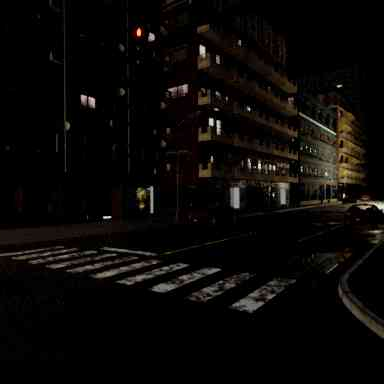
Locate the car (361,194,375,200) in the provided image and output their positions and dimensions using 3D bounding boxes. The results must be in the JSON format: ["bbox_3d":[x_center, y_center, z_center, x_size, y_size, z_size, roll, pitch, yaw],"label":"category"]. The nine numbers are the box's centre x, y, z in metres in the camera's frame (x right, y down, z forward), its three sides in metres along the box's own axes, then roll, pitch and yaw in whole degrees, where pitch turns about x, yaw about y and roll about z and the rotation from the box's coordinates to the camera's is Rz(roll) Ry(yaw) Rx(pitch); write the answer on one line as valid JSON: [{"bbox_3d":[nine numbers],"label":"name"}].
[{"bbox_3d":[37.227,1.293,71.009,1.802,1.307,4.206,-1,0,36],"label":"car"}]

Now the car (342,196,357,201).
[{"bbox_3d":[27.145,1.347,57.262,1.947,1.339,4.313,-1,0,36],"label":"car"}]

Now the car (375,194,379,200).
[{"bbox_3d":[43.948,1.231,80.174,1.947,1.339,4.313,-1,0,36],"label":"car"}]

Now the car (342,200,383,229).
[{"bbox_3d":[10.467,1.371,20.174,1.887,1.381,4.507,-1,0,36],"label":"car"}]

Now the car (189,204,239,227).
[{"bbox_3d":[1.541,1.515,22.564,1.887,1.381,4.507,-1,0,36],"label":"car"}]
